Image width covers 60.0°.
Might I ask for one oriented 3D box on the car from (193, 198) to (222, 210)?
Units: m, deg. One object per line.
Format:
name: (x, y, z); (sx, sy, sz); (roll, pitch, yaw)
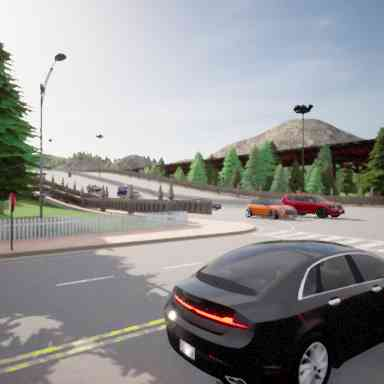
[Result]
car: (1.632, 1.464, 40.624); (1.837, 1.490, 4.892); (0, 1, -37)

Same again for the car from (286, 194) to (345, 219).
car: (10.365, 1.206, 29.139); (2.150, 2.045, 5.566); (0, 0, -37)

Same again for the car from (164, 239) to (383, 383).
car: (1.921, 1.502, 5.116); (4.892, 1.490, 1.837); (0, 0, -35)

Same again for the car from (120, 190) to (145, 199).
car: (-8.066, 1.035, 47.629); (1.837, 1.490, 4.892); (0, 4, -37)

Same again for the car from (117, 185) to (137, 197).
car: (-11.055, -0.046, 57.471); (2.150, 2.045, 5.566); (0, 6, -37)

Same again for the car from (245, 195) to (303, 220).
car: (6.532, 1.339, 27.690); (2.097, 1.767, 4.553); (0, 0, -31)

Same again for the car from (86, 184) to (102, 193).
car: (-17.868, -0.694, 60.804); (1.994, 1.385, 4.181); (0, 7, -37)
